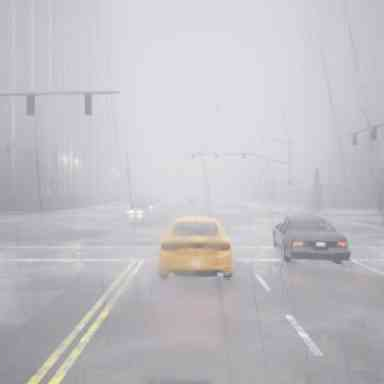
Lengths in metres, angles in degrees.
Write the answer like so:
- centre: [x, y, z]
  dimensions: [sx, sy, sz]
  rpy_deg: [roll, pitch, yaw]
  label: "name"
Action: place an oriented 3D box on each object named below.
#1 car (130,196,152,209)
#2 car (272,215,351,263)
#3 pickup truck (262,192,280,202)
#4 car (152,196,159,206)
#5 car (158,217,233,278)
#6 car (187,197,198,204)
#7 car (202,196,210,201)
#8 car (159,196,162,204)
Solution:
- centre: [-7.062, 1.505, 44.618]
  dimensions: [2.128, 1.511, 4.902]
  rpy_deg: [0, 0, 0]
  label: "car"
- centre: [4.049, 1.552, 12.041]
  dimensions: [2.033, 1.411, 5.357]
  rpy_deg: [0, 0, 8]
  label: "car"
- centre: [16.661, 1.082, 69.605]
  dimensions: [2.390, 2.098, 6.274]
  rpy_deg: [0, 0, 31]
  label: "pickup truck"
- centre: [-7.035, 1.495, 54.096]
  dimensions: [1.882, 1.535, 5.008]
  rpy_deg: [0, 0, 0]
  label: "car"
- centre: [0.098, 1.481, 10.141]
  dimensions: [1.882, 1.535, 5.008]
  rpy_deg: [0, 0, 0]
  label: "car"
- centre: [0.136, 1.584, 63.957]
  dimensions: [1.994, 1.385, 4.181]
  rpy_deg: [0, 0, 0]
  label: "car"
- centre: [3.548, 1.623, 84.117]
  dimensions: [1.895, 1.301, 4.718]
  rpy_deg: [0, 0, 0]
  label: "car"
- centre: [-6.964, 1.525, 64.366]
  dimensions: [1.837, 1.490, 4.892]
  rpy_deg: [0, 0, 0]
  label: "car"
